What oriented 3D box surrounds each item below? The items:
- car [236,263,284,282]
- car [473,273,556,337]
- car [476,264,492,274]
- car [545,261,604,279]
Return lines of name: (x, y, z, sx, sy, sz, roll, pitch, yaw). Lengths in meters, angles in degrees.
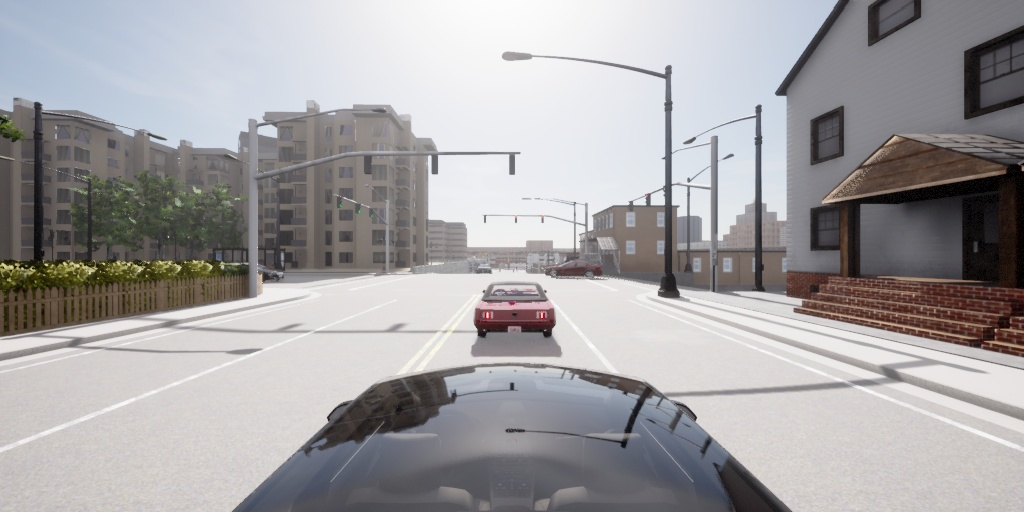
car: (-19.810, 1.242, 26.931, 4.902, 1.511, 2.128, 0, 0, 1)
car: (0.076, 1.351, 10.218, 1.895, 1.301, 4.718, 0, 0, 0)
car: (-3.587, 1.774, 46.901, 1.812, 1.442, 4.674, 0, -4, 0)
car: (5.396, 1.153, 31.230, 5.008, 1.535, 1.882, 0, 1, 17)
